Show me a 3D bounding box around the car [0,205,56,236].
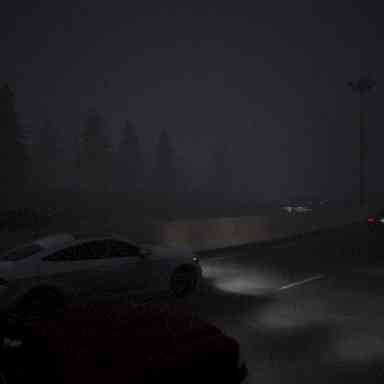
[{"bbox_3d":[-10.347,1.543,18.304,4.902,1.511,2.128,0,0,-38],"label":"car"}]

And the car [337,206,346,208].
[{"bbox_3d":[19.581,1.583,42.661,2.033,1.411,5.357,0,0,29],"label":"car"}]

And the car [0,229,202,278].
[{"bbox_3d":[-1.936,1.542,6.910,4.674,1.442,1.812,0,0,-37],"label":"car"}]

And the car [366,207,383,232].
[{"bbox_3d":[11.780,1.558,19.420,2.033,1.411,5.357,0,0,42],"label":"car"}]

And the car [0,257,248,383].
[{"bbox_3d":[-1.796,1.610,2.610,4.718,1.301,1.895,0,0,-36],"label":"car"}]
